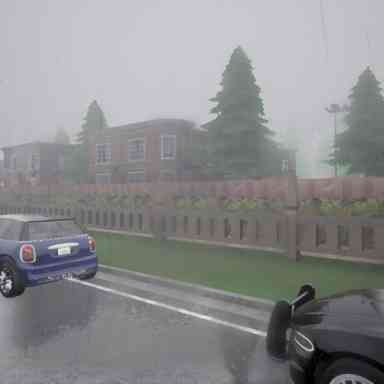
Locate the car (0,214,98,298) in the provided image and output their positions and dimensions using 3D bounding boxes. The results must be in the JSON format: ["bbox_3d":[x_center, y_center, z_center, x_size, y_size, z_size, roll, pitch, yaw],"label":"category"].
[{"bbox_3d":[-4.554,1.351,8.803,4.553,1.767,2.097,0,0,38],"label":"car"}]

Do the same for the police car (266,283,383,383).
[{"bbox_3d":[3.221,1.425,2.739,5.238,1.638,1.930,0,0,38],"label":"police car"}]
